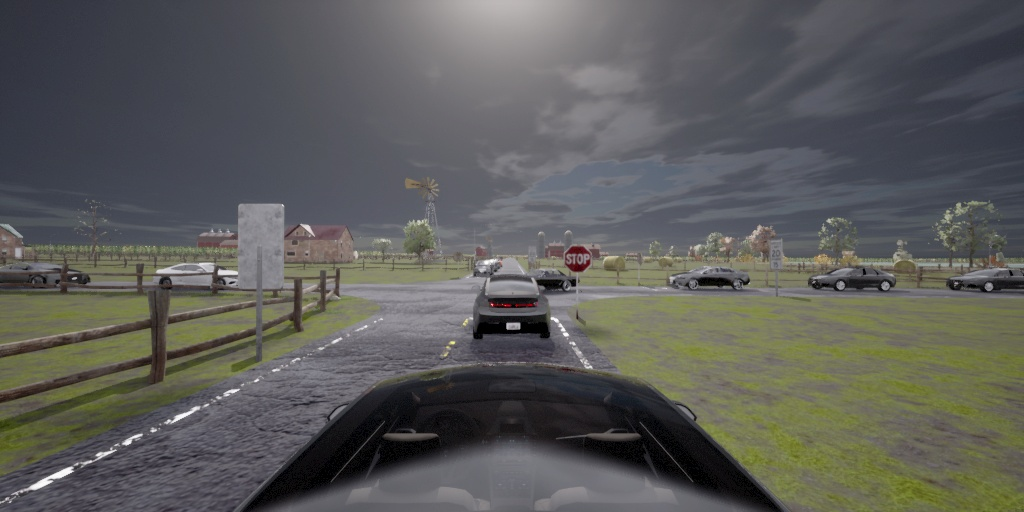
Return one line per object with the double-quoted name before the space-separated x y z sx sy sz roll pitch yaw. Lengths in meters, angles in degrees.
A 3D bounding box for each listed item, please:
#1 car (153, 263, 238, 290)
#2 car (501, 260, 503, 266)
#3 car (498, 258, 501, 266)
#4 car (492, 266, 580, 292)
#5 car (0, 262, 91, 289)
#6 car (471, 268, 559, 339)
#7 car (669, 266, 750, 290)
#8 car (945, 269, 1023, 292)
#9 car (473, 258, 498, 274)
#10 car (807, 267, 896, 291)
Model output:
"car" -17.241 1.103 20.057 4.674 1.442 1.812 1 -1 -1
"car" -2.813 1.240 55.773 2.128 1.511 4.902 0 0 0
"car" -2.845 1.241 46.231 2.128 1.511 4.902 0 0 0
"car" 1.502 1.369 20.144 4.718 1.301 1.895 1 0 -35
"car" -26.361 1.048 19.936 4.181 1.385 1.994 1 -1 -1
"car" -0.072 1.256 10.098 1.837 1.490 4.892 0 0 -2
"car" 12.801 1.397 23.370 4.902 1.511 2.128 1 -1 -2
"car" 31.706 1.587 23.660 4.892 1.490 1.837 1 -1 -1
"car" -2.854 1.243 36.785 2.128 1.511 4.902 0 0 0
"car" 22.203 1.499 23.540 4.892 1.490 1.837 1 -1 -1
